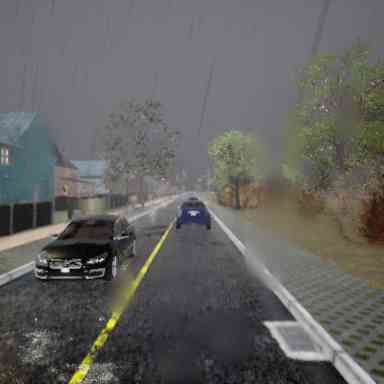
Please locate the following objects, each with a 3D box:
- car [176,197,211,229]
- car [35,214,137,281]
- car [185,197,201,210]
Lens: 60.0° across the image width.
[{"bbox_3d":[0.095,1.318,21.705,2.097,1.767,4.553,0,0,0],"label":"car"},{"bbox_3d":[-2.839,1.487,9.887,1.837,1.490,4.892,0,0,0],"label":"car"},{"bbox_3d":[0.113,1.438,42.705,1.837,1.490,4.892,0,0,0],"label":"car"}]
